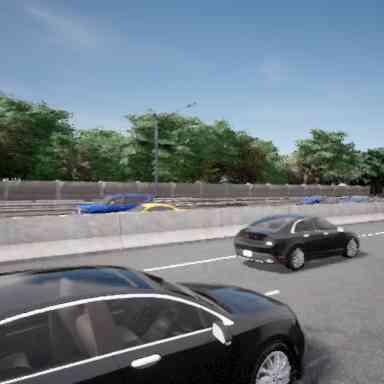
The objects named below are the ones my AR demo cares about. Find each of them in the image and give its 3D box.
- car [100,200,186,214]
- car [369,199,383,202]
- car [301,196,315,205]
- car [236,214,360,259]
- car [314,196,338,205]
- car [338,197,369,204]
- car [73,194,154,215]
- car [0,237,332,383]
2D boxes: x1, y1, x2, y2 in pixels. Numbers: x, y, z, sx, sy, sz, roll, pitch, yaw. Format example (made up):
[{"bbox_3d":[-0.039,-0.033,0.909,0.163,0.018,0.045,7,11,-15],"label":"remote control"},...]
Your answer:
[{"bbox_3d":[-2.475,1.425,19.415,5.008,1.535,1.882,0,0,-36],"label":"car"},{"bbox_3d":[22.399,1.403,37.654,4.674,1.442,1.812,0,0,-36],"label":"car"},{"bbox_3d":[17.415,1.338,46.990,5.008,1.535,1.882,0,0,-36],"label":"car"},{"bbox_3d":[3.518,1.469,10.756,4.892,1.490,1.837,0,0,-36],"label":"car"},{"bbox_3d":[18.426,1.430,43.418,4.181,1.385,1.994,0,0,-36],"label":"car"},{"bbox_3d":[20.300,1.350,40.452,5.008,1.535,1.882,0,0,-36],"label":"car"},{"bbox_3d":[-4.917,1.167,21.970,5.566,2.045,2.150,0,0,-36],"label":"car"},{"bbox_3d":[-0.898,1.499,3.212,4.892,1.490,1.837,0,0,-36],"label":"car"}]
